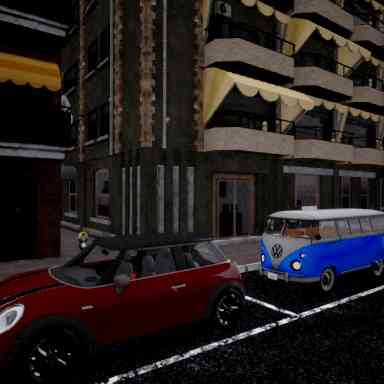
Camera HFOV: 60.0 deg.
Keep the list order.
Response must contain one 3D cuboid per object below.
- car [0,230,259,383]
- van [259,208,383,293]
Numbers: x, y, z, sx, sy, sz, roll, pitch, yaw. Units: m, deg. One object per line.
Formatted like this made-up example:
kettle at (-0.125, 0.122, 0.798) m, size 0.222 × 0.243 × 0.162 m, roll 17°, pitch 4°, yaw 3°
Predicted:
car at (-1.140, 1.440, 5.280) m, size 4.097 × 1.590 × 1.967 m, roll 0°, pitch 0°, yaw -35°
van at (3.494, 1.343, 8.582) m, size 3.998 × 1.788 × 1.690 m, roll 0°, pitch 0°, yaw -35°
